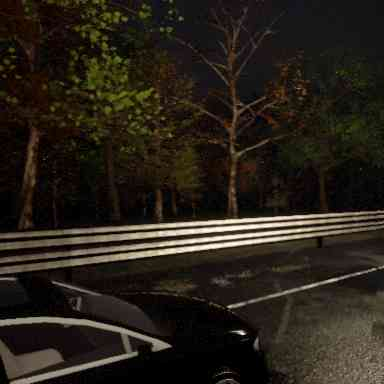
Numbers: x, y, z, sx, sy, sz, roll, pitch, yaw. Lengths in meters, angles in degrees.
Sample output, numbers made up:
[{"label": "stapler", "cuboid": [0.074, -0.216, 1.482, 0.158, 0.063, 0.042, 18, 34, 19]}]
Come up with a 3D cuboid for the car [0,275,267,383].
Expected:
[{"label": "car", "cuboid": [-1.473, 1.492, 2.688, 4.902, 1.511, 2.128, 0, 0, -35]}]
